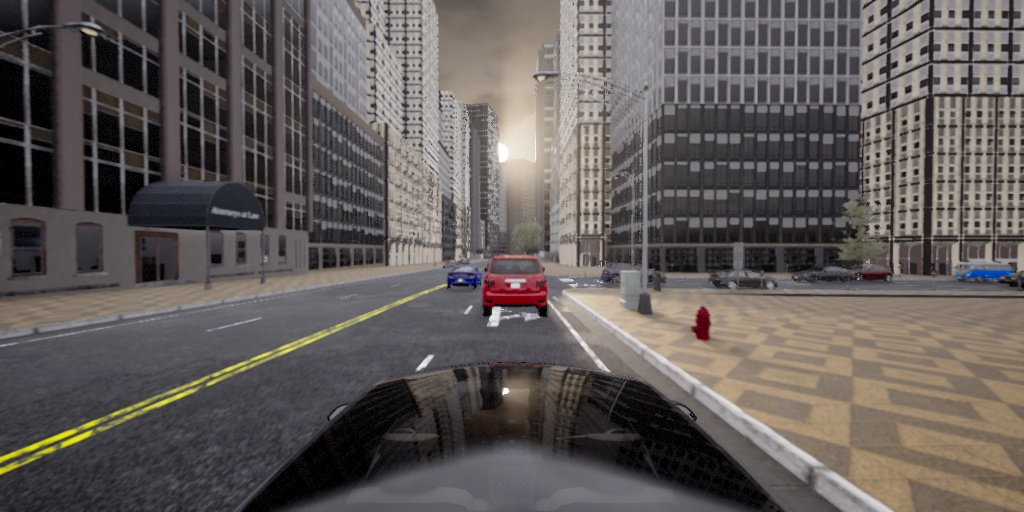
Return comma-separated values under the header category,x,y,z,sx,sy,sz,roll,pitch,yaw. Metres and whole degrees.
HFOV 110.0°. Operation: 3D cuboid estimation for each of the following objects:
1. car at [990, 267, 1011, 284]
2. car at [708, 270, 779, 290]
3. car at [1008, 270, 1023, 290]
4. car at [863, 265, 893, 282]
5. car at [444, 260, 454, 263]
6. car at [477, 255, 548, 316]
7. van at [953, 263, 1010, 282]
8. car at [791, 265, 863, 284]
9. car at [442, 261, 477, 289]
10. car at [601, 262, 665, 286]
category,x,y,z,sx,sy,sz,roll,pitch,yaw
car,41.383,1.809,27.862,5.357,1.411,2.033,1,1,-1
car,15.921,1.601,24.768,4.403,1.370,2.007,0,0,-1
car,38.486,1.839,25.171,4.313,1.339,1.948,0,0,-1
car,32.752,1.530,33.482,4.097,1.591,1.967,0,0,-1
car,-9.791,1.373,57.194,1.994,1.385,4.181,0,0,0
car,0.103,0.986,13.582,2.150,2.045,5.566,0,0,0
van,44.033,1.542,33.620,3.998,1.789,1.690,0,0,-1
car,26.693,1.595,30.799,4.674,1.442,1.812,1,1,-1
car,-3.132,1.337,24.321,1.882,1.535,5.008,1,0,0
car,9.272,1.293,27.524,4.553,1.767,2.097,1,1,-4
